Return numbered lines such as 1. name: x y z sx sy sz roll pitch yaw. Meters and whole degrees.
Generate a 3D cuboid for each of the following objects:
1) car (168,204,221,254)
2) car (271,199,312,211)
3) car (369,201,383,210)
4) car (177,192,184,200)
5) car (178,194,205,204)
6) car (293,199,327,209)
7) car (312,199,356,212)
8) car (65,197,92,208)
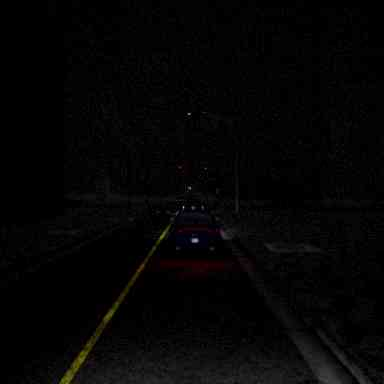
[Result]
1. car: 0.102 1.464 13.565 1.882 1.535 5.008 0 0 0
2. car: 12.145 1.735 41.638 4.313 1.339 1.947 1 -1 0
3. car: 29.086 1.968 50.157 4.507 1.381 1.887 1 -1 0
4. car: -2.986 1.135 91.544 2.150 2.045 5.566 0 0 0
5. car: 0.103 1.324 29.408 2.097 1.767 4.553 0 0 0
6. car: 17.799 1.794 50.160 4.403 1.369 2.008 1 -1 0
7. car: 17.958 1.784 41.636 4.829 1.417 1.752 1 -1 0
8. car: -14.764 1.328 41.549 4.403 1.369 2.008 1 -1 0
